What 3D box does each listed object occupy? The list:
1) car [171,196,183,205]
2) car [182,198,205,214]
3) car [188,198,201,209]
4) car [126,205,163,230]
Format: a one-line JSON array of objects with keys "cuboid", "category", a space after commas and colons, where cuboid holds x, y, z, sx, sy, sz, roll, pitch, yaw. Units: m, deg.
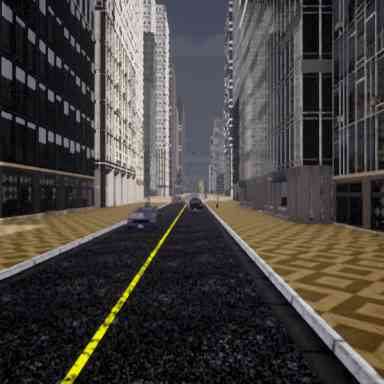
[{"cuboid": [-2.650, 1.466, 60.938, 2.097, 1.767, 4.553, 0, 0, 1], "category": "car"}, {"cuboid": [0.349, 1.562, 36.676, 2.128, 1.511, 4.902, 0, 0, 0], "category": "car"}, {"cuboid": [0.432, 1.598, 49.021, 1.837, 1.490, 4.892, 0, 0, 0], "category": "car"}, {"cuboid": [-2.950, 1.590, 21.774, 2.033, 1.411, 5.357, 0, 0, 0], "category": "car"}]
